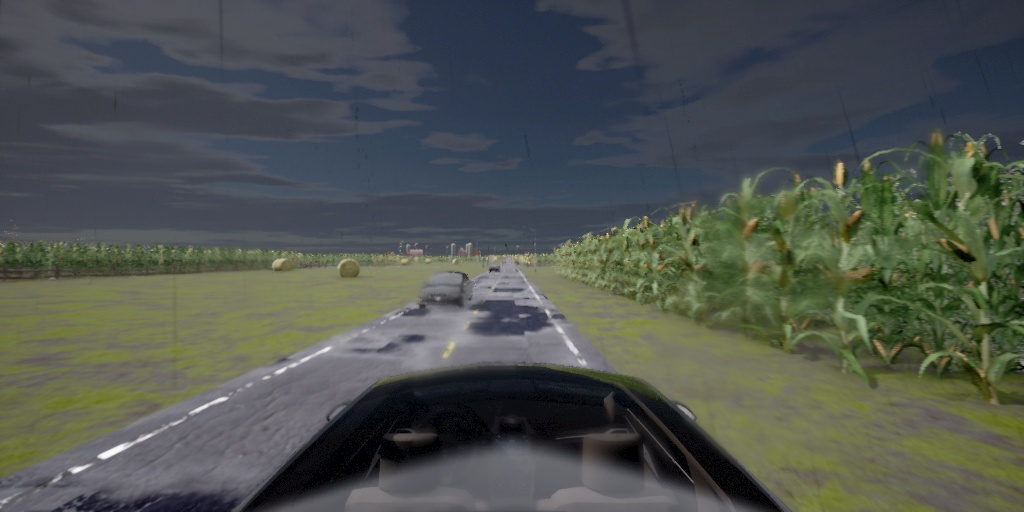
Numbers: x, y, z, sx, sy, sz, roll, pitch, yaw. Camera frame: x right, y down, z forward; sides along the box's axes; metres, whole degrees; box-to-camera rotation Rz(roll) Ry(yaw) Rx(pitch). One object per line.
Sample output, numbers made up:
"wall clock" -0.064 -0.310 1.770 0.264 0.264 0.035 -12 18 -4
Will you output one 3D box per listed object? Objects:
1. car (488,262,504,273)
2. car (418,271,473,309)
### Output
"car" -2.786 1.991 58.308 2.033 1.411 5.357 0 -1 1
"car" -2.849 1.447 16.258 1.837 1.490 4.892 0 -1 0
